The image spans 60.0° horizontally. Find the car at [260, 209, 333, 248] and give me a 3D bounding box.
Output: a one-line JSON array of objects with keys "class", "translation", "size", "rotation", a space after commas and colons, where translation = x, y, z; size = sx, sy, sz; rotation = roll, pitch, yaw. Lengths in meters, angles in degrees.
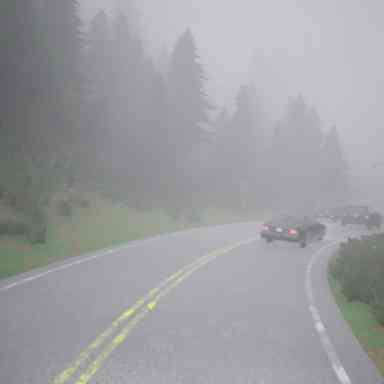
[{"class": "car", "translation": [5.007, 1.695, 16.004], "size": [2.033, 1.411, 5.357], "rotation": [4, 1, 33]}]

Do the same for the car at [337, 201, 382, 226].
[{"class": "car", "translation": [13.551, 1.862, 26.428], "size": [2.097, 1.767, 4.553], "rotation": [5, 2, 40]}]

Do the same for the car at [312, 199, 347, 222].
[{"class": "car", "translation": [12.964, 1.671, 30.877], "size": [2.150, 2.045, 5.566], "rotation": [5, 2, 41]}]
